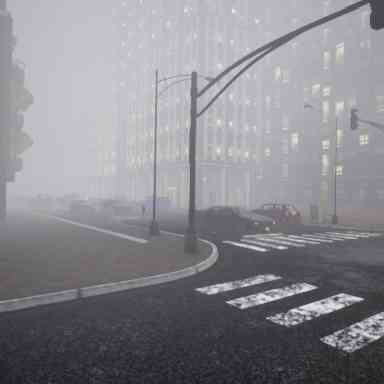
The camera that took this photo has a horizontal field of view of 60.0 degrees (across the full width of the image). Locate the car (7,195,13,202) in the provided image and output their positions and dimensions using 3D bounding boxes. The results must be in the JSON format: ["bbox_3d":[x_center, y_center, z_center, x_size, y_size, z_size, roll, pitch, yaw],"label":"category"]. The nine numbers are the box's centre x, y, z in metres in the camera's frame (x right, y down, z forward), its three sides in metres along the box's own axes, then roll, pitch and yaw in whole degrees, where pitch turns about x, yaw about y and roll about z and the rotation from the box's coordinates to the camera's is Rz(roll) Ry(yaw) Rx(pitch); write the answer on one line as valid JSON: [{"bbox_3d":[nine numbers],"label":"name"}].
[{"bbox_3d":[-37.062,1.396,69.736,1.947,1.339,4.313,1,-1,-35],"label":"car"}]

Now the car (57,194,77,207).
[{"bbox_3d":[-18.897,1.415,48.774,1.837,1.490,4.892,1,-1,-35],"label":"car"}]

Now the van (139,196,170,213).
[{"bbox_3d":[-4.069,1.381,37.739,1.690,1.788,3.998,1,-1,-35],"label":"van"}]

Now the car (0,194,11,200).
[{"bbox_3d":[-46.775,1.365,83.418,1.752,1.417,4.829,1,-1,-35],"label":"car"}]

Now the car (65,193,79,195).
[{"bbox_3d":[-20.523,1.181,56.276,2.150,2.045,5.566,1,-1,-35],"label":"car"}]

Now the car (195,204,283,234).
[{"bbox_3d":[2.220,1.503,19.034,2.033,1.411,5.357,1,-1,-38],"label":"car"}]

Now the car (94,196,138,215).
[{"bbox_3d":[-7.498,1.407,32.570,1.882,1.535,5.008,1,-1,-36],"label":"car"}]

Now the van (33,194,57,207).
[{"bbox_3d":[-20.710,1.197,46.707,1.690,1.788,3.998,1,-1,-35],"label":"van"}]

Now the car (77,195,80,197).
[{"bbox_3d":[-14.463,1.519,47.811,2.033,1.411,5.357,1,-1,-35],"label":"car"}]

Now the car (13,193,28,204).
[{"bbox_3d":[-30.519,1.154,60.526,2.192,1.841,5.009,1,-1,-35],"label":"car"}]

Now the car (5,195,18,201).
[{"bbox_3d":[-40.331,1.377,74.342,2.008,1.369,4.403,1,-1,-35],"label":"car"}]

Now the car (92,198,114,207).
[{"bbox_3d":[-13.882,1.586,51.555,1.947,1.339,4.313,1,-1,-35],"label":"car"}]

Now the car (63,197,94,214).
[{"bbox_3d":[-10.905,1.426,32.887,2.008,1.369,4.403,1,-1,-35],"label":"car"}]

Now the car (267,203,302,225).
[{"bbox_3d":[5.739,1.504,23.920,1.967,1.590,4.097,1,-1,-35],"label":"car"}]

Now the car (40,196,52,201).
[{"bbox_3d":[-36.770,1.570,83.797,1.802,1.307,4.206,1,-1,-35],"label":"car"}]

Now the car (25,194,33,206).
[{"bbox_3d":[-23.984,1.432,51.311,1.802,1.307,4.206,1,-1,-35],"label":"car"}]
